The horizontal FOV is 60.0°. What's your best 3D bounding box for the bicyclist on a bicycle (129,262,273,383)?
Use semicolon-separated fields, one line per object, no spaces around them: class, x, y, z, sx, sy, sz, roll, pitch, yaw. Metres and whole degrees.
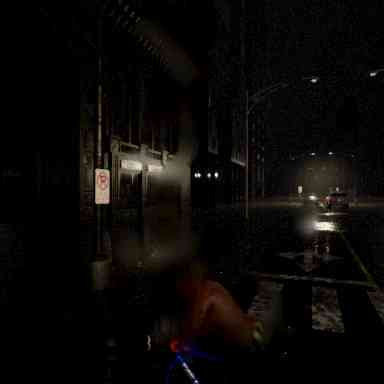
bicyclist on a bicycle;0.148;1.454;2.920;1.656;1.620;0.582;-1;0;20

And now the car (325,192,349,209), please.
car;17.810;0.982;40.682;2.150;2.045;5.566;0;0;20

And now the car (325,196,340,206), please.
car;21.421;1.303;50.764;1.895;1.301;4.718;0;0;20

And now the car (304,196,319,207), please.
car;16.606;1.279;46.272;2.033;1.411;5.357;0;0;20
